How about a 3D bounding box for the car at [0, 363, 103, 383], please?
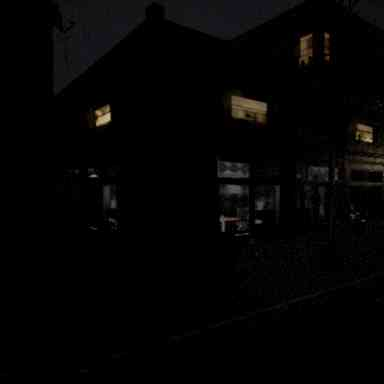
[{"bbox_3d":[-2.274,1.528,0.822,4.403,1.369,2.008,0,0,-36],"label":"car"}]
